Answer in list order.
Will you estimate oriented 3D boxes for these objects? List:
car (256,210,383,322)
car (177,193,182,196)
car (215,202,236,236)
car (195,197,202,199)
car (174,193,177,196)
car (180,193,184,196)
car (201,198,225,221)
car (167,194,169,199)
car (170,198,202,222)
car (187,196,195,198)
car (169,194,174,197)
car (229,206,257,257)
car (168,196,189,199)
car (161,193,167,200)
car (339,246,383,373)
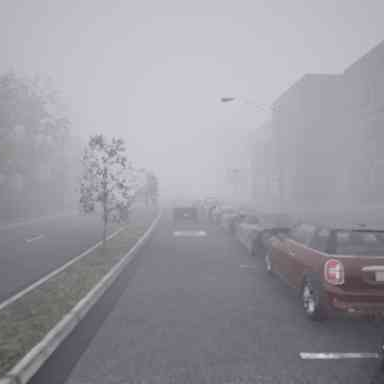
[{"bbox_3d":[3.053,1.363,7.392,2.185,1.767,4.553,1,0,0],"label":"car"},{"bbox_3d":[-1.174,1.440,63.165,1.946,1.575,5.366,0,0,-8],"label":"car"},{"bbox_3d":[2.763,1.523,18.696,2.163,1.488,4.792,0,0,-2],"label":"car"},{"bbox_3d":[1.842,1.362,35.302,2.185,1.767,4.553,0,0,-4],"label":"car"},{"bbox_3d":[-2.021,1.420,68.665,1.946,1.575,5.366,0,0,-9],"label":"car"},{"bbox_3d":[-0.402,1.457,57.463,2.097,1.535,5.008,0,0,-7],"label":"car"},{"bbox_3d":[2.226,1.521,29.815,2.163,1.488,4.792,0,0,-3],"label":"car"},{"bbox_3d":[-3.970,1.370,79.448,2.231,1.521,4.892,0,0,-11],"label":"car"},{"bbox_3d":[-0.571,1.484,26.067,1.882,1.535,5.008,0,0,-3],"label":"car"},{"bbox_3d":[0.853,1.477,46.404,2.231,1.521,4.892,0,0,-5],"label":"car"},{"bbox_3d":[-2.945,1.148,73.995,2.435,2.045,5.566,0,0,-10],"label":"car"},{"bbox_3d":[2.937,1.521,13.013,2.163,1.488,4.792,0,0,-1],"label":"car"},{"bbox_3d":[-1.810,1.592,42.885,1.895,1.301,4.718,0,0,-5],"label":"car"},{"bbox_3d":[-6.432,1.289,90.503,1.946,1.575,5.366,0,0,-13],"label":"car"},{"bbox_3d":[3.051,1.485,1.865,2.231,1.521,4.892,0,0,0],"label":"car"}]
